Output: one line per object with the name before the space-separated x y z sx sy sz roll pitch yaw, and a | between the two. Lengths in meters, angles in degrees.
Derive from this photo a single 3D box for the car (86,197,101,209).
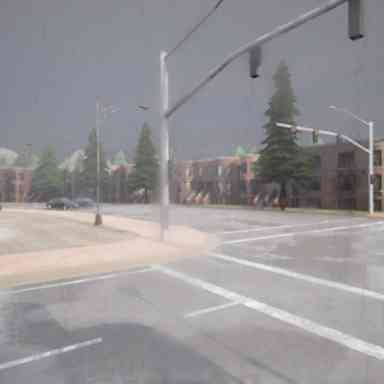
car | -13.757 1.422 42.834 4.674 1.442 1.812 0 0 32

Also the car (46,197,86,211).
car | -15.372 1.425 39.734 4.892 1.490 1.837 0 0 33
